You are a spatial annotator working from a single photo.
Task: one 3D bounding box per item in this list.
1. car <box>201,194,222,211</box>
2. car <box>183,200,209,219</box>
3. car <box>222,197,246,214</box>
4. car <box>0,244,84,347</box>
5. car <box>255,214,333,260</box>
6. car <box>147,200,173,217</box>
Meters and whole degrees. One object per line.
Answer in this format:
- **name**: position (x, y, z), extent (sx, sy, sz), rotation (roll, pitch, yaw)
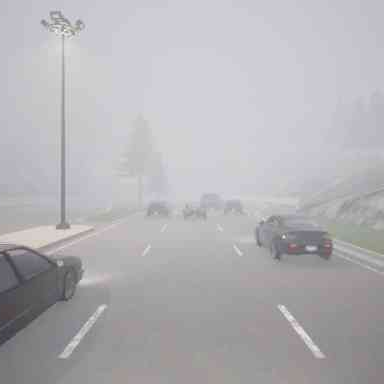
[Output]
- **car**: position (2.530, 1.223, 41.386), extent (2.150, 2.045, 5.566), rotation (0, 0, 15)
- **car**: position (0.312, 1.601, 28.862), extent (1.895, 1.301, 4.718), rotation (0, 0, 3)
- **car**: position (4.593, 1.503, 35.466), extent (1.837, 1.490, 4.892), rotation (-1, -1, 11)
- **car**: position (-3.400, 1.547, 5.192), extent (2.033, 1.411, 5.357), rotation (0, 0, 0)
- **car**: position (3.600, 1.526, 12.326), extent (1.812, 1.442, 4.674), rotation (0, 0, 0)
- **car**: position (-2.988, 1.506, 31.562), extent (1.837, 1.490, 4.892), rotation (0, 0, 4)
